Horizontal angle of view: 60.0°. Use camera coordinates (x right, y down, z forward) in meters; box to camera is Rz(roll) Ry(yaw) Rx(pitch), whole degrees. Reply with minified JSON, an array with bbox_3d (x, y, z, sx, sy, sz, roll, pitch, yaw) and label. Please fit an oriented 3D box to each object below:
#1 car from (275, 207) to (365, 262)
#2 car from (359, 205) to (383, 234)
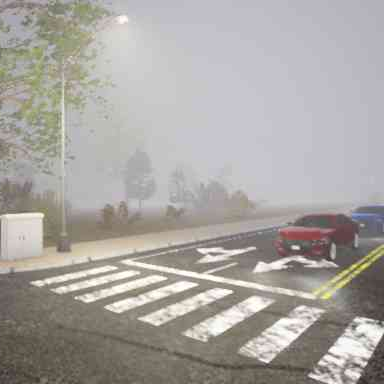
[{"bbox_3d":[4.902,1.526,12.702,1.882,1.535,5.008,-1,-1,39],"label":"car"},{"bbox_3d":[10.785,1.527,20.010,1.882,1.535,5.008,-1,-1,39],"label":"car"}]
